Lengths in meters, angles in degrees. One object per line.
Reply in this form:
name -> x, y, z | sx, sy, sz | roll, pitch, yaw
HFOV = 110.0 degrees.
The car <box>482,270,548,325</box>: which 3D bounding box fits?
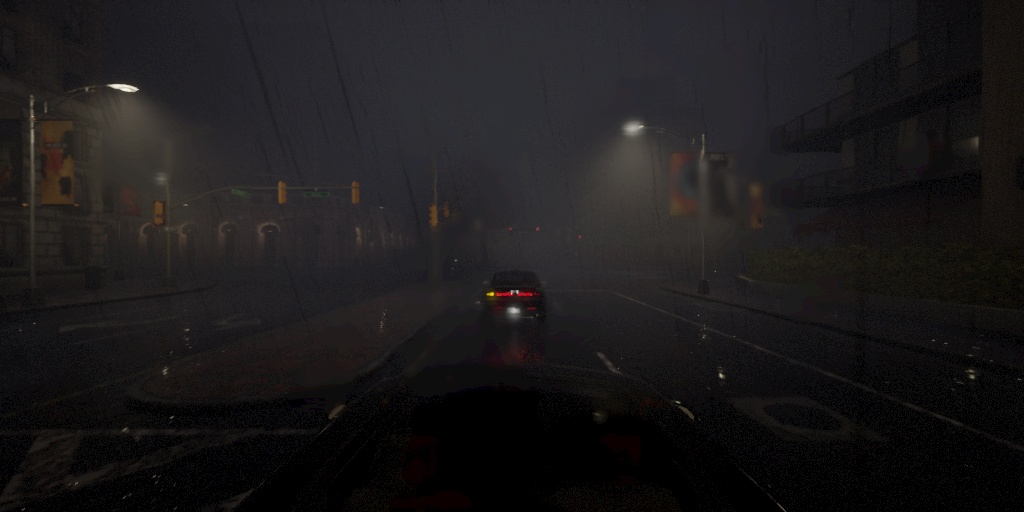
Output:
car -> 0.090, 1.188, 11.586 | 1.837, 1.490, 4.892 | 0, -1, 0
